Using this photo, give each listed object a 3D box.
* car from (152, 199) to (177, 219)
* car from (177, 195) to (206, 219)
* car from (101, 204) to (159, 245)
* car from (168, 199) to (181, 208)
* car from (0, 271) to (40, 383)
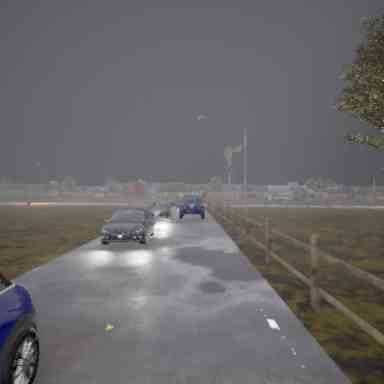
[{"bbox_3d":[-2.787,1.533,29.303,2.128,1.511,4.902,0,0,1],"label":"car"},{"bbox_3d":[0.017,1.264,29.481,2.150,2.045,5.566,0,0,0],"label":"car"},{"bbox_3d":[-2.843,1.516,15.570,1.837,1.490,4.892,0,0,0],"label":"car"},{"bbox_3d":[-2.749,1.767,53.057,1.994,1.385,4.181,0,0,0],"label":"car"},{"bbox_3d":[-2.849,1.351,2.023,2.097,1.767,4.553,0,0,0],"label":"car"}]
